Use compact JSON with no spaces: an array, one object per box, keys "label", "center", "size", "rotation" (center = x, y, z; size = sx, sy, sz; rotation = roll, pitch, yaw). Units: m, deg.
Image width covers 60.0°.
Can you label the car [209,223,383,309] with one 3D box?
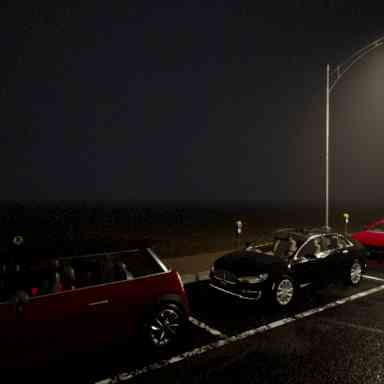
[{"label":"car","center":[2.395,1.552,7.797],"size":[4.403,1.369,2.008],"rotation":[0,1,-35]}]

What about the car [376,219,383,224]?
[{"label":"car","center":[6.902,1.547,11.012],"size":[4.507,1.381,1.887],"rotation":[0,1,-35]}]

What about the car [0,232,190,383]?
[{"label":"car","center":[-2.111,1.440,4.581],"size":[4.097,1.590,1.967],"rotation":[0,1,-35]}]
